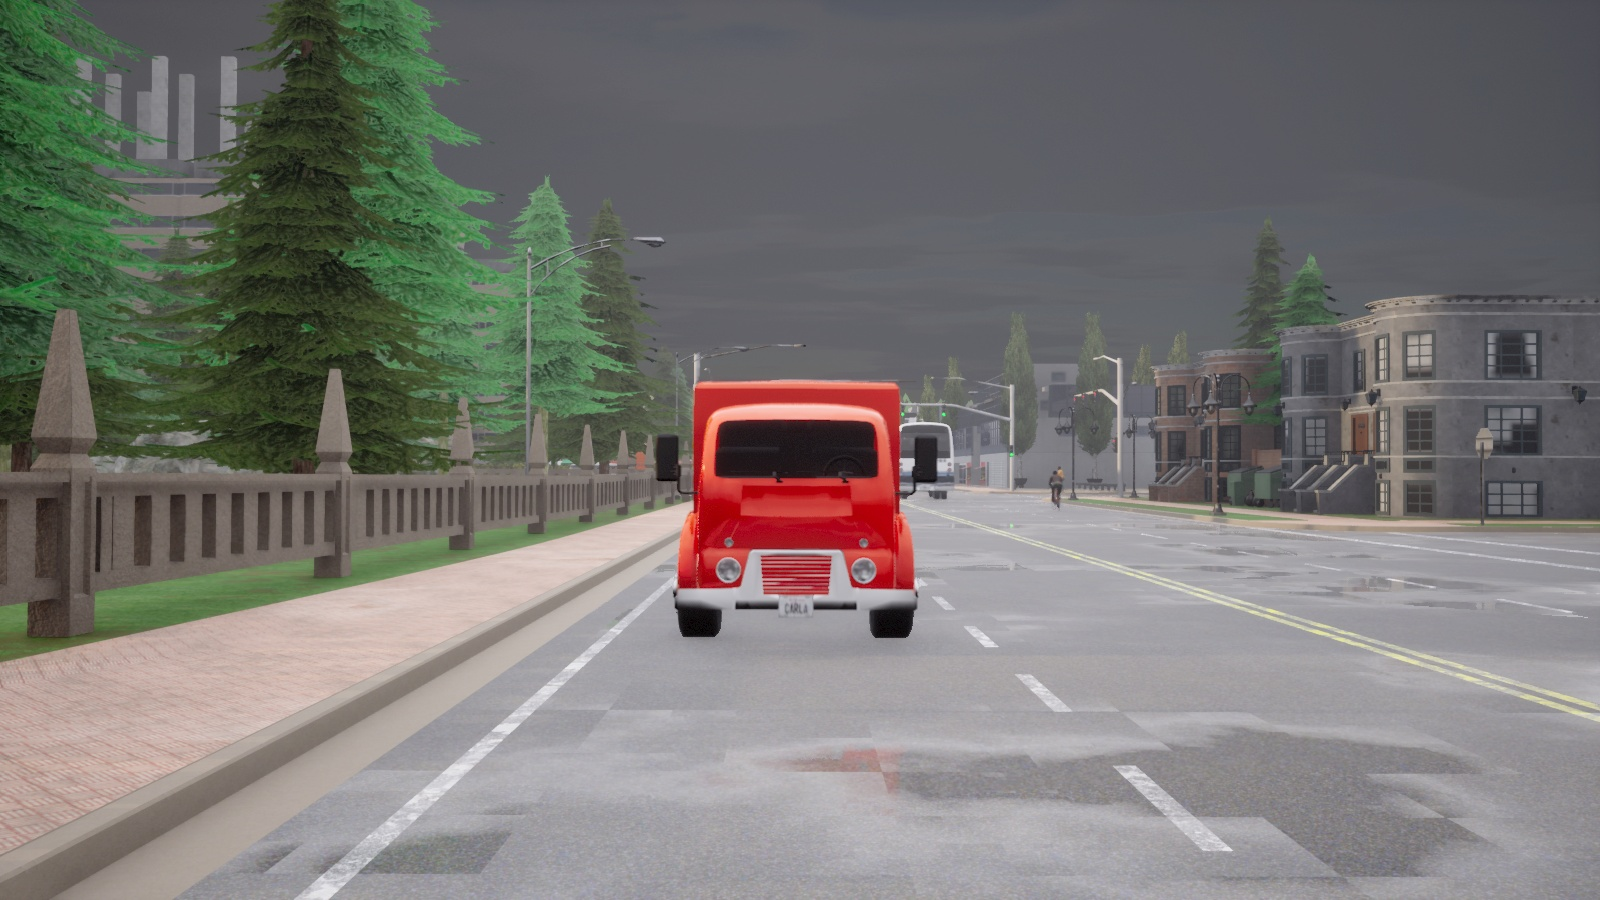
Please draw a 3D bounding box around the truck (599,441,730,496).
[{"bbox_3d":[-8.814,1.237,81.726,7.936,3.462,2.891,0,-1,15],"label":"truck"}]

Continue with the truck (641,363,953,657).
[{"bbox_3d":[-0.036,0.549,13.194,2.627,2.467,5.204,0,-1,0],"label":"truck"}]

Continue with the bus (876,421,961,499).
[{"bbox_3d":[6.808,0.650,73.980,3.944,4.253,10.273,0,-1,0],"label":"bus"}]
